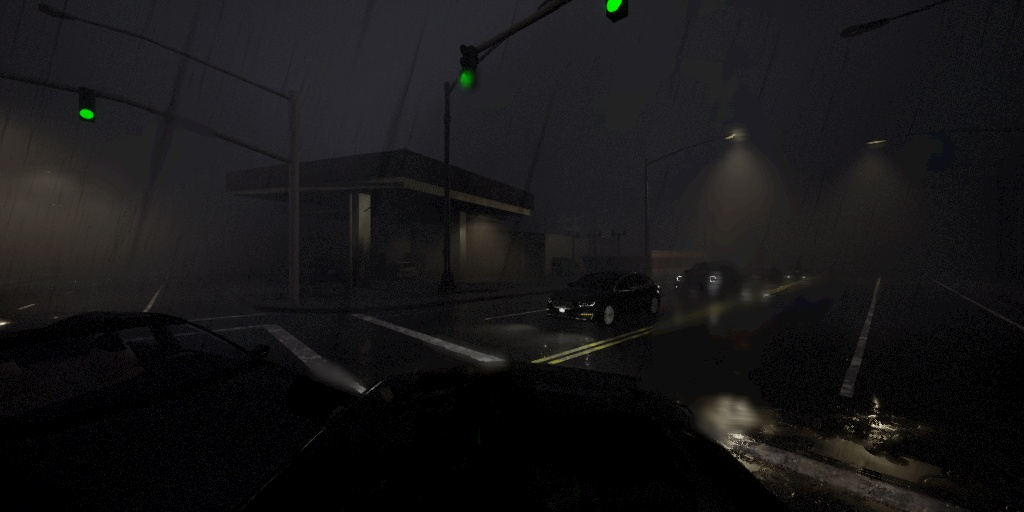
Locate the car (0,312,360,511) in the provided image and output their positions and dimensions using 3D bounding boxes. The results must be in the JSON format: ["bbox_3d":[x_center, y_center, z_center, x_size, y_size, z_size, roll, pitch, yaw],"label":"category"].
[{"bbox_3d":[-3.365,1.242,2.751,4.902,1.511,2.128,0,0,16],"label":"car"}]

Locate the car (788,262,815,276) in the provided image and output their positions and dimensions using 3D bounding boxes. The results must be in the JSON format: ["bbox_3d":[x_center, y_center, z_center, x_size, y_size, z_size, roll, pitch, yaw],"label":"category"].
[{"bbox_3d":[29.776,1.358,36.963,4.181,1.385,1.994,0,0,-44],"label":"car"}]

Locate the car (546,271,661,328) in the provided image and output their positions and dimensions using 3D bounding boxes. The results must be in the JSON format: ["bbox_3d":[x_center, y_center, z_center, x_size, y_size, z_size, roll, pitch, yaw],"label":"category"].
[{"bbox_3d":[3.129,1.255,11.632,4.892,1.490,1.837,0,0,-44],"label":"car"}]

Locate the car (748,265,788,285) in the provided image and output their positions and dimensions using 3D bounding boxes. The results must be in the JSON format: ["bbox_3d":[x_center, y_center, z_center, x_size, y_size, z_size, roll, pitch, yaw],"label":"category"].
[{"bbox_3d":[18.300,1.314,26.136,4.181,1.385,1.994,0,0,-44],"label":"car"}]

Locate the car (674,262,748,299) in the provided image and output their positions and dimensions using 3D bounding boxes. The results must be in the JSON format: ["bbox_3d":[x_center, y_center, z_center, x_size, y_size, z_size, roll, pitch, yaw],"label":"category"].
[{"bbox_3d":[10.114,1.102,18.329,4.553,1.767,2.097,0,0,-44],"label":"car"}]
